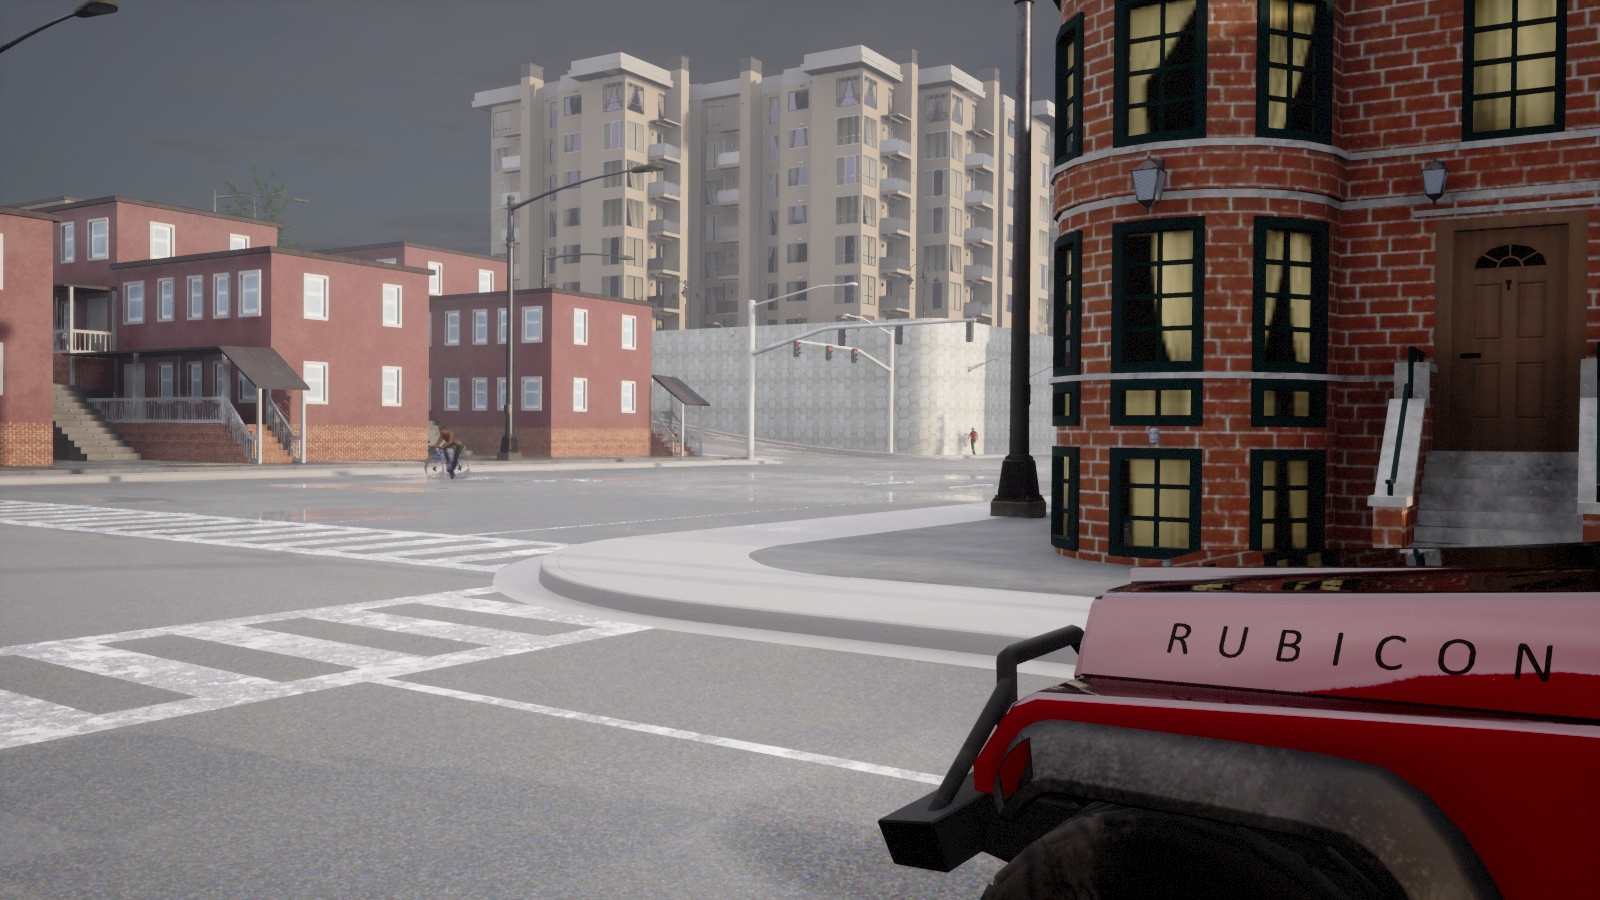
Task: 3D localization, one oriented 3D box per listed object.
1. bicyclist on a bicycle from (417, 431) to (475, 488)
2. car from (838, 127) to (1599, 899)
[{"bbox_3d":[-10.474,0.270,37.191,0.582,1.620,1.656,-1,1,33],"label":"bicyclist on a bicycle"},{"bbox_3d":[2.219,0.478,2.153,3.866,1.878,1.905,0,1,33],"label":"car"}]
